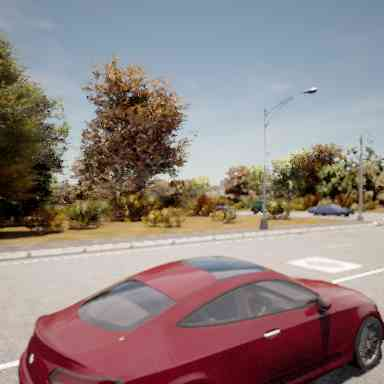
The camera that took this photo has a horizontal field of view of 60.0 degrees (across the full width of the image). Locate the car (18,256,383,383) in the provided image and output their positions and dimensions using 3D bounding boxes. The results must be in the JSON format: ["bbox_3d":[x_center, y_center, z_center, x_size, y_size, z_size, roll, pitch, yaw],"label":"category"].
[{"bbox_3d":[0.499,1.554,4.097,4.674,1.442,1.812,1,0,-35],"label":"car"}]

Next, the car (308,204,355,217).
[{"bbox_3d":[16.429,2.187,39.578,2.033,1.411,5.357,1,-2,-32],"label":"car"}]

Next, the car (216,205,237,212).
[{"bbox_3d":[5.606,3.039,56.836,2.128,1.511,4.902,1,-3,-32],"label":"car"}]

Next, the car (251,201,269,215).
[{"bbox_3d":[11.007,2.244,48.223,2.150,2.045,5.566,1,-3,-32],"label":"car"}]
